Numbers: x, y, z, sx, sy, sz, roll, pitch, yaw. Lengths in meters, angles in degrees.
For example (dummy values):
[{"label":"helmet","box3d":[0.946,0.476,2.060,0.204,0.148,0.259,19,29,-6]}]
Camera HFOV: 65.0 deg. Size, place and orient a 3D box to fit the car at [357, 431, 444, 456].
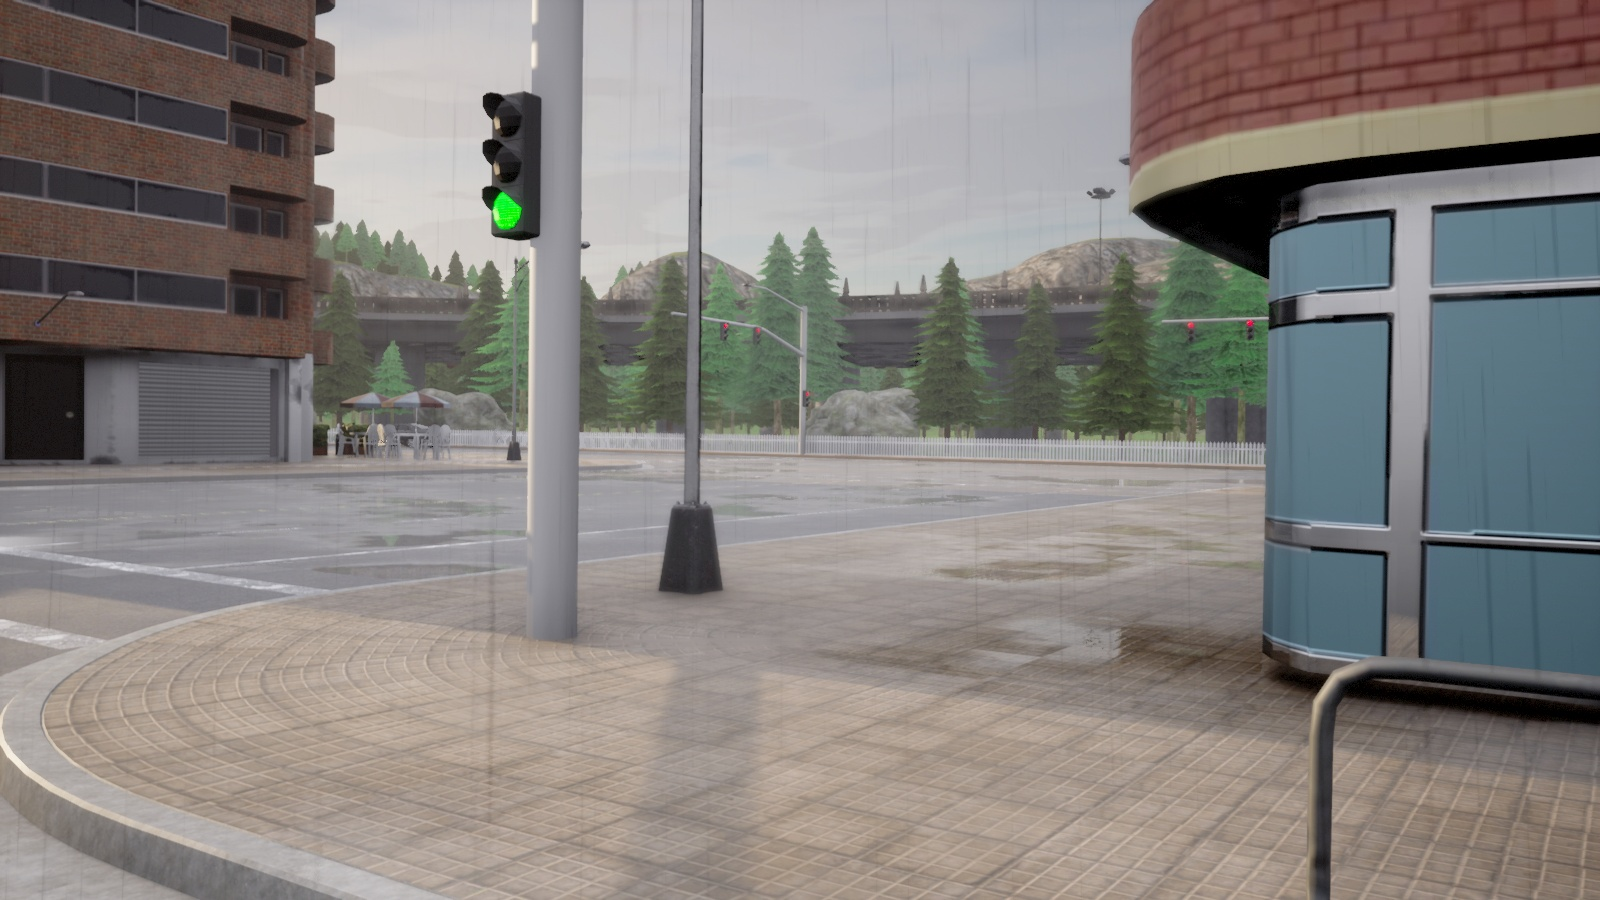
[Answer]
[{"label":"car","box3d":[-23.866,-0.390,75.092,4.892,1.490,1.837,0,1,22]}]
